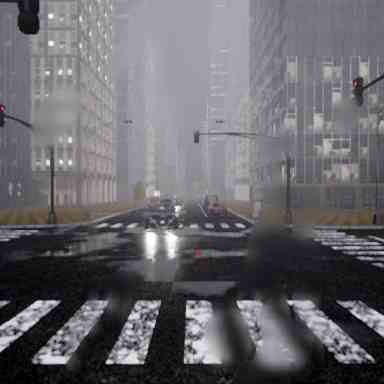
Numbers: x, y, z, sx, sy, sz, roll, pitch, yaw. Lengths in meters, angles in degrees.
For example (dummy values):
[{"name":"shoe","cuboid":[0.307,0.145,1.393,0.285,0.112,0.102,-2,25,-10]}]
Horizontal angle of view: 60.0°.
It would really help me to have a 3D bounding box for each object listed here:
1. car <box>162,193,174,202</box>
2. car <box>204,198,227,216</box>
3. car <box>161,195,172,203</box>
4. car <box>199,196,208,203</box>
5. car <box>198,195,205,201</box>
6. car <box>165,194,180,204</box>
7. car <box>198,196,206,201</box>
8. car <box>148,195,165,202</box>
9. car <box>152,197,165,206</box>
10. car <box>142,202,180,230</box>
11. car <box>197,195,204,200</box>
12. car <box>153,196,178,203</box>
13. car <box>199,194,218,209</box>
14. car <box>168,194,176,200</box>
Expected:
[{"name":"car","cuboid":[-5.475,1.291,76.339,2.192,1.841,5.009,-1,0,0]},{"name":"car","cuboid":[2.460,1.577,32.183,1.802,1.307,4.206,-1,0,0]},{"name":"car","cuboid":[-5.463,1.419,70.814,1.967,1.590,4.097,-1,0,0]},{"name":"car","cuboid":[2.418,1.524,70.854,1.887,1.381,4.507,-1,0,0]},{"name":"car","cuboid":[2.386,1.494,87.598,1.752,1.417,4.829,-1,0,0]},{"name":"car","cuboid":[-2.932,1.478,54.283,2.128,1.511,4.902,0,0,0]},{"name":"car","cuboid":[2.398,1.554,81.904,1.802,1.307,4.206,-1,0,0]},{"name":"car","cuboid":[-5.421,1.430,48.716,1.967,1.590,4.097,-1,0,0]},{"name":"car","cuboid":[-5.429,1.570,54.241,1.802,1.307,4.206,-1,0,0]},{"name":"car","cuboid":[-2.142,1.561,21.278,1.994,1.385,4.181,0,0,-12]},{"name":"car","cuboid":[2.376,1.510,92.953,1.887,1.381,4.507,-1,0,0]},{"name":"car","cuboid":[-2.920,1.500,37.747,1.837,1.490,4.892,0,0,0]},{"name":"car","cuboid":[2.456,1.307,43.232,2.192,1.841,5.009,-1,0,0]},{"name":"car","cuboid":[-5.506,1.405,92.913,1.967,1.590,4.097,-1,0,0]}]
